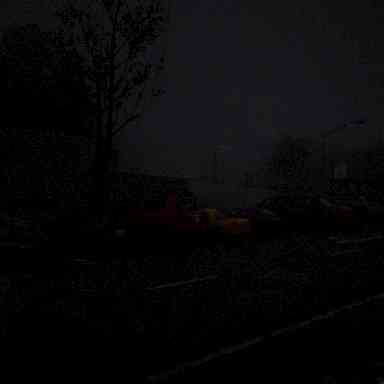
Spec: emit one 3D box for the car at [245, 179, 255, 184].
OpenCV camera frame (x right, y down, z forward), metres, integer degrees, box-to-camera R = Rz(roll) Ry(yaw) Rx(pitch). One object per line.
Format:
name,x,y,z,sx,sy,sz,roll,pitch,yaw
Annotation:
car,14.167,-2.043,73.578,2.002,1.452,4.674,7,4,35

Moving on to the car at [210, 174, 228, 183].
car,7.366,-3.176,83.582,1.946,1.575,5.366,7,3,34

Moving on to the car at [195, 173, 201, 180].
car,3.743,-3.851,88.325,2.185,1.767,4.553,6,3,34

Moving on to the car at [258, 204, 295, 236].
car,2.925,1.548,18.511,4.674,1.452,2.002,-1,-1,35

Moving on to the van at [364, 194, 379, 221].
van,10.429,1.297,23.608,4.442,1.987,1.878,-1,-1,35

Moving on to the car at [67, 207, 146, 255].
car,-4.470,1.524,13.345,4.792,1.488,2.163,-1,-1,35

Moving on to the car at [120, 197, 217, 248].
car,-2.017,1.248,15.079,5.566,2.045,2.435,-1,-1,35

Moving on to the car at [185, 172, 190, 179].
car,0.265,-4.362,93.159,2.435,2.045,5.566,1,-1,35

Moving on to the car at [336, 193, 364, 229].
car,7.882,1.267,21.950,5.566,2.045,2.435,-1,-1,35

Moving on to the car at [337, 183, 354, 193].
car,26.191,-0.426,56.250,2.435,2.045,5.566,7,3,35

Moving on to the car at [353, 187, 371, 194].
car,27.870,0.136,53.770,2.002,1.452,4.674,7,3,35

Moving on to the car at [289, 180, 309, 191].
car,21.015,-0.992,63.660,2.231,1.521,4.892,7,3,35

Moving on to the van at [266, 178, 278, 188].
van,17.549,-1.764,68.510,1.878,1.987,4.442,7,4,35

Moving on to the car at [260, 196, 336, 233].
car,5.361,1.262,20.257,5.566,2.045,2.435,-1,-1,35

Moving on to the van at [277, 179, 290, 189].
van,19.266,-1.491,66.031,1.878,1.987,4.442,7,4,35

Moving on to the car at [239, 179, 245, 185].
car,12.436,-2.317,76.048,2.002,1.452,4.674,7,3,35

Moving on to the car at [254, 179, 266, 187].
car,15.988,-1.812,71.249,1.946,1.575,5.366,7,3,35

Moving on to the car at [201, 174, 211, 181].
car,5.526,-3.699,85.850,2.435,2.045,5.566,7,4,34

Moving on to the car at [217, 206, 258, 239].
car,0.311,1.503,16.896,5.366,1.575,1.946,-1,-1,35

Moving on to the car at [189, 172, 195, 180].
car,2.025,-4.085,90.803,2.185,1.767,4.553,4,1,34

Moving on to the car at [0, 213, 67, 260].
car,-6.898,1.493,11.610,4.892,1.521,2.231,-1,-1,35

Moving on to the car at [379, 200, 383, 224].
car,12.846,1.403,25.347,4.553,1.767,2.185,-1,-1,36
